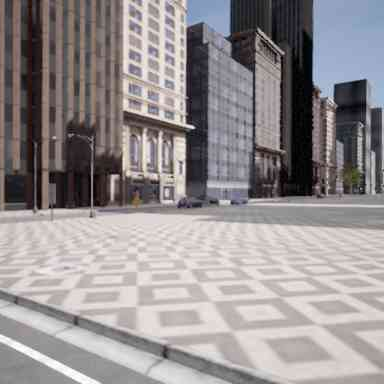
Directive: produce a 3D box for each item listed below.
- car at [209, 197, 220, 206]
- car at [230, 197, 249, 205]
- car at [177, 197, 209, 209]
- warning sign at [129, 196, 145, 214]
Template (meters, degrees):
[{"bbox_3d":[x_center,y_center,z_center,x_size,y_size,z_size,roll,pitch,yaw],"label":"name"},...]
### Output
[{"bbox_3d":[2.897,1.564,56.666,2.128,1.511,4.902,0,0,35],"label":"car"},{"bbox_3d":[8.487,1.633,59.364,1.994,1.385,4.181,0,1,35],"label":"car"},{"bbox_3d":[-0.058,1.480,47.284,2.097,1.767,4.553,1,0,35],"label":"car"},{"bbox_3d":[-5.722,1.319,34.578,1.300,1.860,1.060,0,0,35],"label":"warning sign"}]
